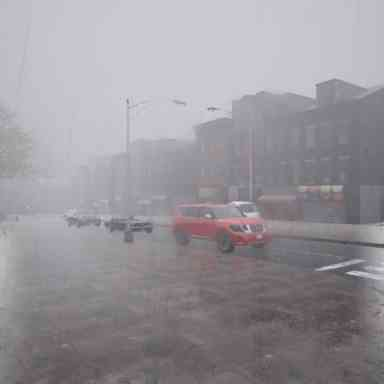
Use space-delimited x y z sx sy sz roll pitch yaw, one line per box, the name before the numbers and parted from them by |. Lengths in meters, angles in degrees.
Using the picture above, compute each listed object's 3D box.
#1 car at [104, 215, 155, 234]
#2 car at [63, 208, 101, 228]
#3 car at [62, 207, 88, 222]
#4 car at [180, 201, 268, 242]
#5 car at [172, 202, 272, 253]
car | -4.556 2.291 23.841 1.895 1.301 4.718 0 -2 -36
car | -10.490 2.441 32.167 2.097 1.767 4.553 0 -2 -35
car | -15.685 2.963 44.518 2.097 1.767 4.553 0 -2 -35
car | 1.698 1.653 20.146 2.150 2.045 5.566 0 -2 -36
car | 1.160 1.566 15.837 2.150 2.045 5.566 0 -2 -35
